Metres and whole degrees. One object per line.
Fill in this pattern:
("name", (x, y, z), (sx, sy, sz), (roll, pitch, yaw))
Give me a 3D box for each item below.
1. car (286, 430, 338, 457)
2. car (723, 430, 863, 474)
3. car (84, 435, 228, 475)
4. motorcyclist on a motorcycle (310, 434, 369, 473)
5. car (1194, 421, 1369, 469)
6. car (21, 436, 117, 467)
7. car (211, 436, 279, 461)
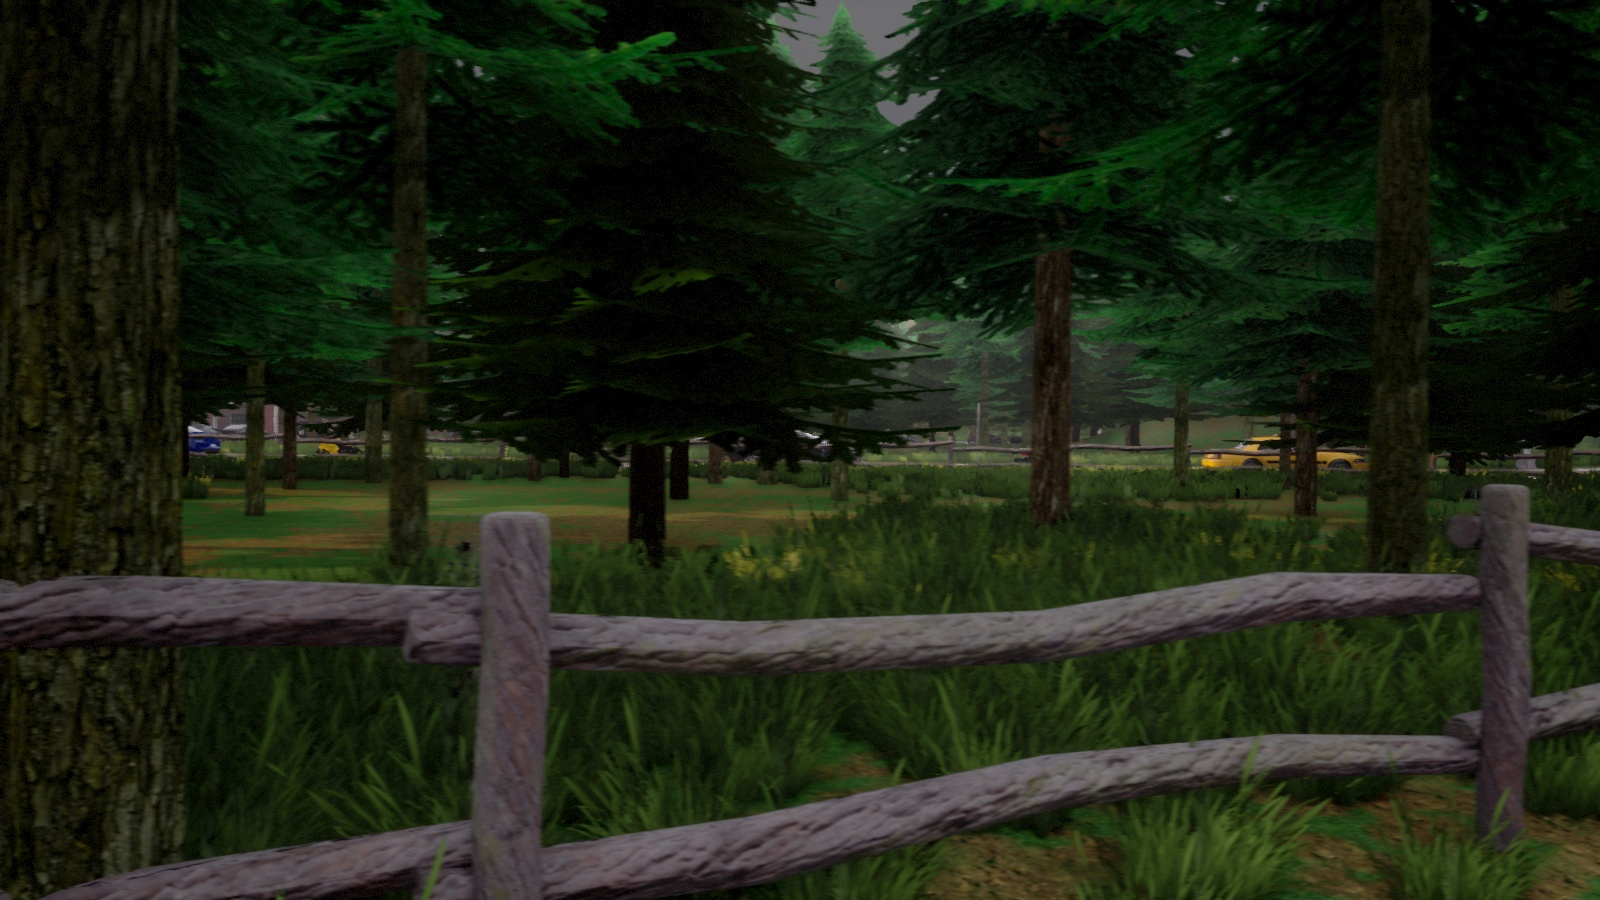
("car", (-34.732, -0.467, 89.459), (1.905, 1.878, 3.866), (-1, 1, 4))
("car", (-0.210, 0.051, 45.207), (4.892, 1.490, 1.837), (-1, 1, 5))
("car", (-26.286, 0.202, 51.319), (5.008, 1.535, 1.882), (-1, 1, 7))
("motorcyclist on a motorcycle", (-18.489, 0.136, 50.405), (2.044, 1.523, 0.797), (-1, 1, 6))
("car", (16.671, -0.174, 43.671), (5.366, 1.575, 1.801), (-1, 1, 5))
("car", (-39.714, 0.069, 68.383), (1.801, 1.575, 5.366), (-1, 1, 4))
("car", (-35.380, -0.101, 80.170), (1.837, 1.490, 4.892), (-1, 1, 4))
